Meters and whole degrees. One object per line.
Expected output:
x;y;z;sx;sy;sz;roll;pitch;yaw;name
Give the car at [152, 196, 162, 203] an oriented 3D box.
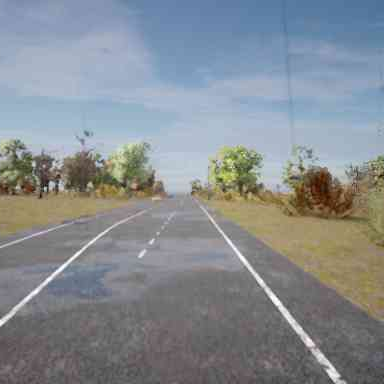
-7.398;1.535;70.508;1.882;1.535;5.008;0;0;0;car
